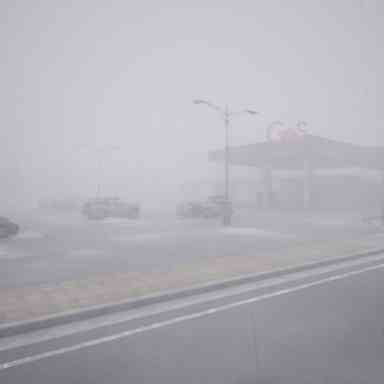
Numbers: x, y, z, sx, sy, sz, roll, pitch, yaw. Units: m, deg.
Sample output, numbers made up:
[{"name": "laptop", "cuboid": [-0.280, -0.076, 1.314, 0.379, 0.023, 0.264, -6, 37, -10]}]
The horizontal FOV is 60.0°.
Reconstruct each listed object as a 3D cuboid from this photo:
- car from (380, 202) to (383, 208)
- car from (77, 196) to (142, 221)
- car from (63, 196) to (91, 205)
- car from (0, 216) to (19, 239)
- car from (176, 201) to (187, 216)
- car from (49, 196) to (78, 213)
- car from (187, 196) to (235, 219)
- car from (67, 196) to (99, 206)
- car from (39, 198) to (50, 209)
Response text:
[{"name": "car", "cuboid": [29.819, 1.651, 48.101, 2.242, 1.667, 4.611, 0, 0, -36]}, {"name": "car", "cuboid": [-6.426, 1.286, 26.794, 4.605, 1.855, 1.932, 0, 0, -36]}, {"name": "car", "cuboid": [-21.456, 1.526, 62.085, 4.514, 1.523, 2.007, 0, 0, -36]}, {"name": "car", "cuboid": [-10.509, 1.490, 15.317, 4.514, 1.523, 2.007, 0, 0, -36]}, {"name": "car", "cuboid": [0.439, 1.546, 31.771, 3.806, 1.475, 1.970, 0, 0, -36]}, {"name": "car", "cuboid": [-13.114, 1.487, 37.327, 4.514, 1.523, 2.007, 0, 0, -36]}, {"name": "car", "cuboid": [1.882, 1.262, 28.714, 3.866, 1.878, 1.905, 0, 0, -36]}, {"name": "car", "cuboid": [-19.584, 1.517, 59.567, 5.027, 1.636, 2.152, 0, 0, -36]}, {"name": "car", "cuboid": [-18.908, 1.509, 45.469, 3.633, 1.501, 1.845, 0, 0, -36]}]
